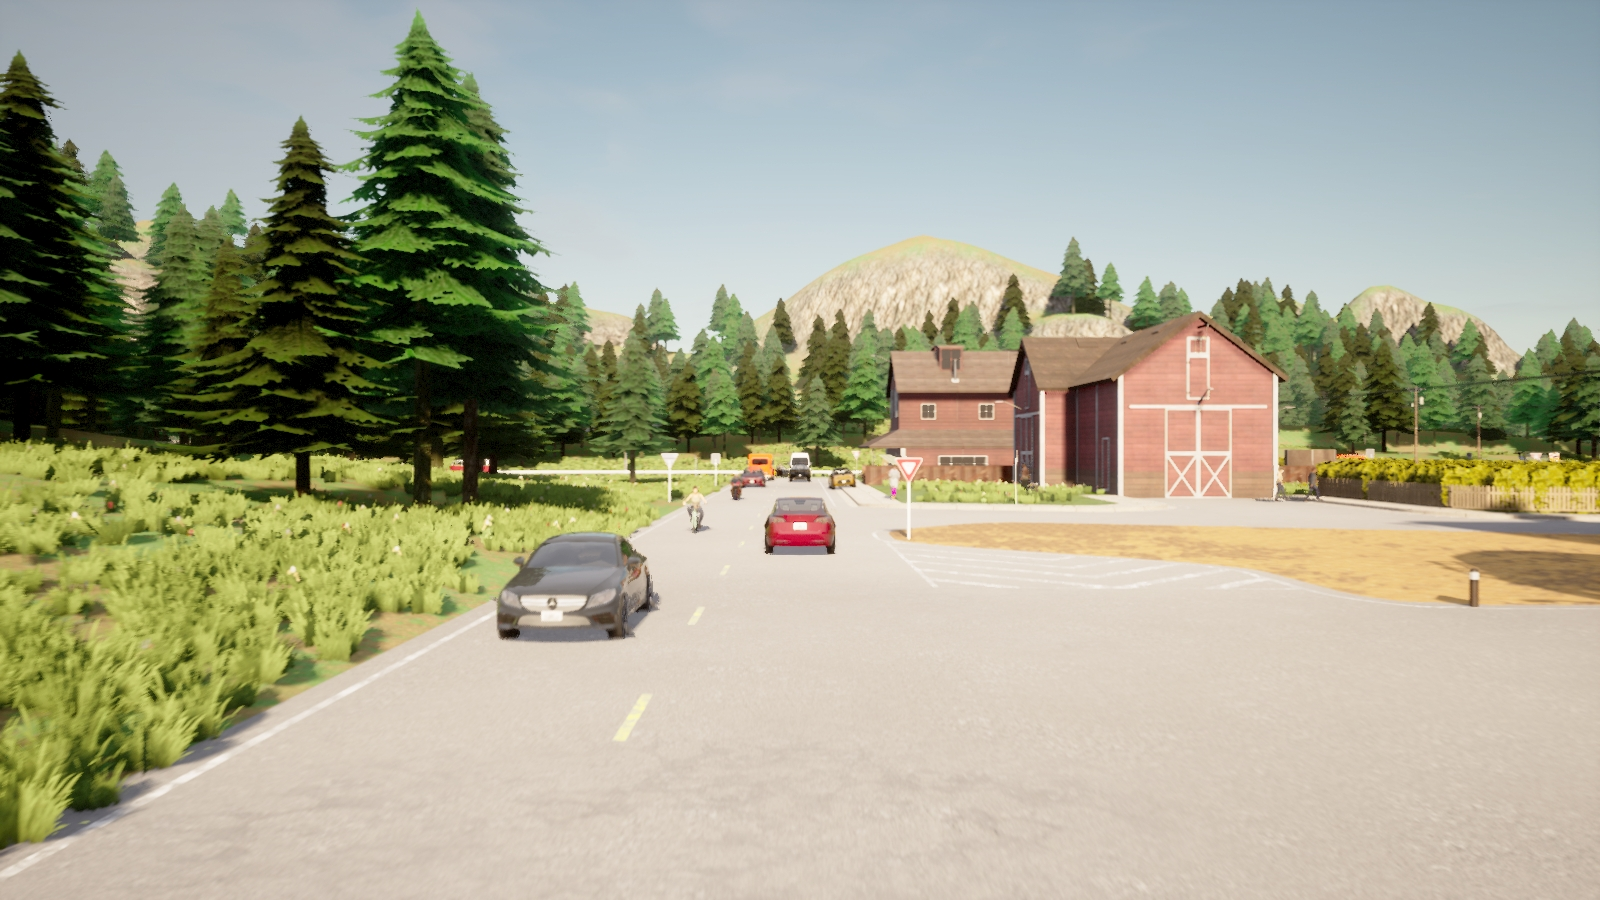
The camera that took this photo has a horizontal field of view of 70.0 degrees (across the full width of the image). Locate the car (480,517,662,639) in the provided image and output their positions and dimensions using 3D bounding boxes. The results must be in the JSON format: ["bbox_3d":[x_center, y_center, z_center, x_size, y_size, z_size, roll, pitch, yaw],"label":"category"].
[{"bbox_3d":[-3.502,1.941,18.436,2.002,1.442,4.674,0,0,0],"label":"car"}]

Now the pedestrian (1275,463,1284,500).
[{"bbox_3d":[24.693,1.617,58.868,0.375,1.860,0.375,0,0,29],"label":"pedestrian"}]

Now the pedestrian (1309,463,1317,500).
[{"bbox_3d":[26.349,1.614,58.695,0.375,1.860,0.375,0,0,19],"label":"pedestrian"}]

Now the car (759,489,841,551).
[{"bbox_3d":[0.001,1.923,32.517,2.163,1.488,4.792,0,0,0],"label":"car"}]

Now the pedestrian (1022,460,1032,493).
[{"bbox_3d":[12.734,1.494,64.005,0.375,1.860,0.375,0,0,-38],"label":"pedestrian"}]

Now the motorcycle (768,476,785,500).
[{"bbox_3d":[-1.300,2.065,63.026,0.867,1.251,2.209,0,0,0],"label":"motorcycle"}]

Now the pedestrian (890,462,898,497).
[{"bbox_3d":[5.000,1.556,60.932,0.375,1.860,0.375,0,0,0],"label":"pedestrian"}]
